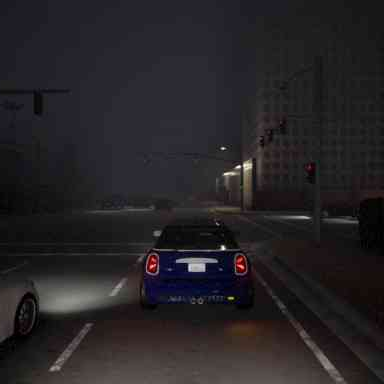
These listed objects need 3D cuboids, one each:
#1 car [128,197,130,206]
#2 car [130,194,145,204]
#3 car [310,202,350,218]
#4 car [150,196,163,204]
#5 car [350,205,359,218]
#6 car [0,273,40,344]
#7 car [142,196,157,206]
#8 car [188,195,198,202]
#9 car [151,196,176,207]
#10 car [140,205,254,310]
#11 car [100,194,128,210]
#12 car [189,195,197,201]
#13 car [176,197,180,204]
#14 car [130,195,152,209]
[{"bbox_3d":[-10.466,1.477,53.804,1.882,1.535,5.008,0,0,0],"label":"car"},{"bbox_3d":[-10.409,1.352,63.584,2.097,1.767,4.553,0,0,1],"label":"car"},{"bbox_3d":[13.018,1.619,30.365,4.181,1.385,1.994,0,0,0],"label":"car"},{"bbox_3d":[-6.898,1.564,65.204,1.994,1.385,4.181,0,0,0],"label":"car"},{"bbox_3d":[15.861,1.560,26.864,4.892,1.490,1.837,0,0,0],"label":"car"},{"bbox_3d":[-3.431,1.526,3.560,1.812,1.442,4.674,0,0,1],"label":"car"},{"bbox_3d":[-6.958,1.505,55.158,1.837,1.490,4.892,0,0,0],"label":"car"},{"bbox_3d":[0.170,1.355,73.790,2.097,1.767,4.553,0,0,0],"label":"car"},{"bbox_3d":[-3.324,1.524,39.559,1.812,1.442,4.674,0,0,2],"label":"car"},{"bbox_3d":[0.101,1.352,7.990,2.097,1.767,4.553,0,0,0],"label":"car"},{"bbox_3d":[-10.493,1.221,44.032,2.150,2.045,5.566,0,0,0],"label":"car"},{"bbox_3d":[0.185,1.540,83.772,2.033,1.411,5.357,0,0,0],"label":"car"},{"bbox_3d":[-3.264,1.600,61.258,1.895,1.301,4.718,0,0,0],"label":"car"},{"bbox_3d":[-6.983,1.526,46.264,1.812,1.442,4.674,0,0,0],"label":"car"}]
